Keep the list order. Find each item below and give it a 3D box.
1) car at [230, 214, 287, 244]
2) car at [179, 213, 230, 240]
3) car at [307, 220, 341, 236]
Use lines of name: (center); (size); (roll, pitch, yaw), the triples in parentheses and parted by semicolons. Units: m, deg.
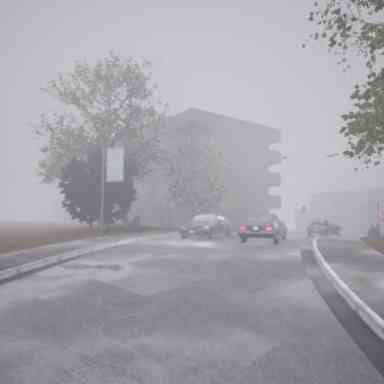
car: (3.783, 1.851, 17.343); (2.033, 1.411, 5.357); (-1, -4, 21)
car: (0.935, 1.947, 19.322); (1.812, 1.442, 4.674); (-2, -4, 24)
car: (12.260, 3.349, 30.739); (2.128, 1.511, 4.902); (-3, -8, 40)
